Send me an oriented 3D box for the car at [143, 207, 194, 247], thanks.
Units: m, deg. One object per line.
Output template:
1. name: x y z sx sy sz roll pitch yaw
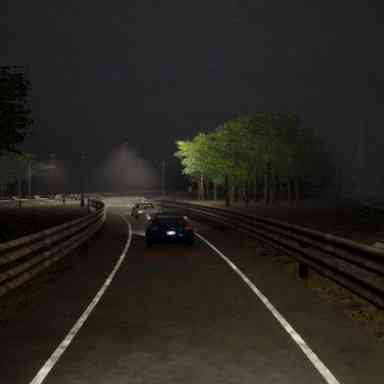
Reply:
1. car: -1.105 1.592 15.099 1.994 1.385 4.181 0 0 -8

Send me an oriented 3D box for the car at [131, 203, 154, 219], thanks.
1. car: -4.396 1.678 30.258 1.895 1.301 4.718 0 0 -16
